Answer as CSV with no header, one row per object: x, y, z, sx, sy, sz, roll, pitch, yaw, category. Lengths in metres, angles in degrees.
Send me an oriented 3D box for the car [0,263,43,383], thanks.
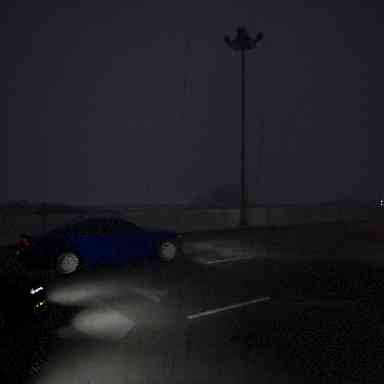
-3.387,1.497,1.244,4.892,1.490,1.837,0,0,-36,car

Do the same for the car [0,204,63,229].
-10.871,1.525,21.849,4.181,1.385,1.994,0,0,-34,car

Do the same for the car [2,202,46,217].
-8.438,1.459,19.270,4.902,1.511,2.128,0,0,-34,car

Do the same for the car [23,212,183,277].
-2.616,1.463,10.312,5.008,1.535,1.882,0,0,-34,car

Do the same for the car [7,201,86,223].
-11.234,1.504,25.863,5.357,1.411,2.033,0,0,-34,car

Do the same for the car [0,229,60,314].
-4.674,1.490,4.635,4.892,1.490,1.837,1,0,-36,car

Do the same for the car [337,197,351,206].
20.801,1.475,46.655,5.008,1.535,1.882,0,0,-22,car
